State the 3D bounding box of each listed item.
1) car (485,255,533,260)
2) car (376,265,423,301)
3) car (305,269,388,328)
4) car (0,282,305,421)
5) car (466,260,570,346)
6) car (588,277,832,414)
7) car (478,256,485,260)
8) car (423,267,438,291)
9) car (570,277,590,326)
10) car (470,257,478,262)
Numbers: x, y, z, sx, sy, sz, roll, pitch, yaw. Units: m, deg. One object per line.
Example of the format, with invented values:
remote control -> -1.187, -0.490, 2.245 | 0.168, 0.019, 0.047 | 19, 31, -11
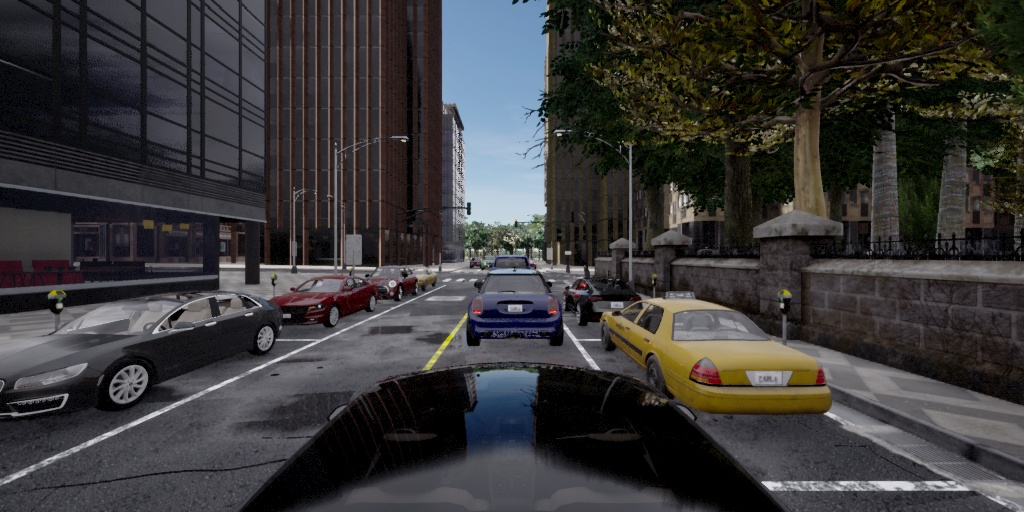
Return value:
car -> -0.025, 0.973, 18.987 | 2.150, 2.045, 5.566 | 0, 0, 0
car -> -5.789, 1.190, 16.890 | 1.967, 1.591, 4.097 | 0, 0, 0
car -> -5.780, 1.295, 11.433 | 1.888, 1.381, 4.507 | 0, 0, 0
car -> -5.770, 1.300, 5.976 | 2.007, 1.370, 4.403 | 0, 0, 0
car -> 0.039, 1.102, 9.553 | 2.097, 1.767, 4.553 | 0, 0, -1
car -> 2.755, 1.275, 6.163 | 1.751, 1.417, 4.829 | 0, 0, 0
car -> -3.189, 0.982, 51.229 | 2.150, 2.045, 5.566 | 0, 0, -1
car -> -5.799, 1.277, 22.176 | 1.751, 1.417, 4.829 | 0, 0, 0
car -> 2.745, 1.316, 11.450 | 1.948, 1.339, 4.313 | 0, 0, 0
car -> -5.864, 1.079, 59.754 | 2.192, 1.841, 5.009 | 0, 0, 0
